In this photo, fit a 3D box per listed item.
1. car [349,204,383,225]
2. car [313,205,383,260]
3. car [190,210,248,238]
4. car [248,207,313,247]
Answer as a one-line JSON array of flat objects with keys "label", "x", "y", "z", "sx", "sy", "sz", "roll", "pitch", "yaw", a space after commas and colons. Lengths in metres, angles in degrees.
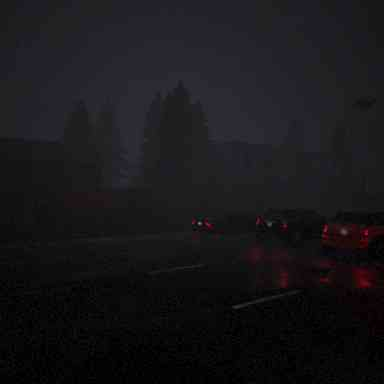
[{"label": "car", "x": 15.475, "y": 1.816, "z": 27.777, "sx": 4.902, "sy": 1.511, "sz": 2.128, "roll": 1, "pitch": 0, "yaw": -35}, {"label": "car", "x": 7.265, "y": 1.504, "z": 13.326, "sx": 4.553, "sy": 1.767, "sz": 2.097, "roll": 1, "pitch": -1, "yaw": -35}, {"label": "car", "x": 2.447, "y": 1.691, "z": 18.500, "sx": 5.357, "sy": 1.411, "sz": 2.033, "roll": 1, "pitch": 0, "yaw": -35}, {"label": "car", "x": 5.232, "y": 1.504, "z": 16.175, "sx": 4.553, "sy": 1.767, "sz": 2.097, "roll": 1, "pitch": -1, "yaw": -35}]
